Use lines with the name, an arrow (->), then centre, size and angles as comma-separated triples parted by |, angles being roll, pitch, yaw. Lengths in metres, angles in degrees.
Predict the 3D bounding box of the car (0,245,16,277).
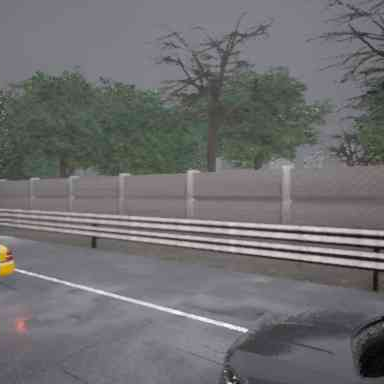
car -> -6.647, 1.471, 8.615 | 5.366, 1.575, 1.801 | 0, 0, 36

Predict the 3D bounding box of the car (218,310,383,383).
car -> 2.463, 1.503, 2.113 | 4.892, 1.490, 1.837 | 0, 0, 36
